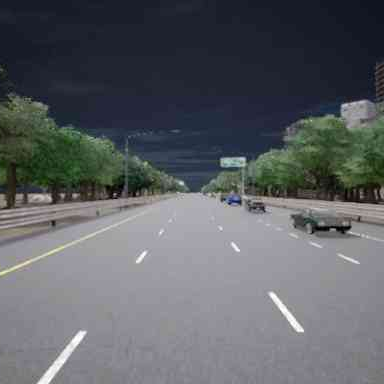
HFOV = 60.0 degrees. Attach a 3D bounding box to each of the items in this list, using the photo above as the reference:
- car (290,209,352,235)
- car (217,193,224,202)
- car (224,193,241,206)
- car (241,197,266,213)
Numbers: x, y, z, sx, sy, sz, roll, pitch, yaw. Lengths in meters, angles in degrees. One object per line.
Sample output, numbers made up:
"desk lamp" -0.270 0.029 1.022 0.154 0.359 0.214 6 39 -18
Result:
"car" 7.024 1.605 18.767 1.895 1.301 4.718 0 0 0
"car" 7.318 1.225 74.144 2.150 2.045 5.566 0 0 0
"car" 7.188 1.251 56.652 2.150 2.045 5.566 0 0 0
"car" 7.087 1.513 37.807 1.837 1.490 4.892 0 0 0
